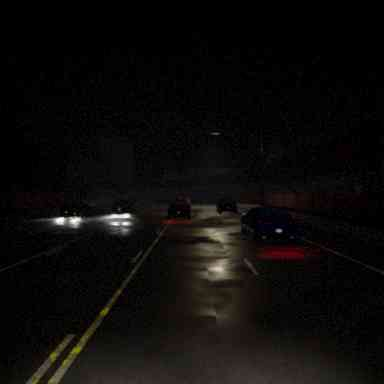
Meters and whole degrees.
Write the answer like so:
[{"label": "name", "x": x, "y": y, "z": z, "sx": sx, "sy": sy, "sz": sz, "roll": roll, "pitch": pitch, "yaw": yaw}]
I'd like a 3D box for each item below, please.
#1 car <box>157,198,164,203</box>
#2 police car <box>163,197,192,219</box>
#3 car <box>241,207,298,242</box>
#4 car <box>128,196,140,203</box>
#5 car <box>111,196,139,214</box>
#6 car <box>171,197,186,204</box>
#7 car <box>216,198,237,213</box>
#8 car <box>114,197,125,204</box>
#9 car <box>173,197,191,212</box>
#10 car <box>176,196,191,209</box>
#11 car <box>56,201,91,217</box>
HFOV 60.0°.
[{"label": "car", "x": -6.837, "y": 2.057, "z": 78.315, "sx": 1.895, "sy": 1.301, "sz": 4.718, "roll": 0, "pitch": -2, "yaw": -21}, {"label": "police car", "x": -1.046, "y": 1.374, "z": 28.295, "sx": 1.930, "sy": 1.638, "sz": 5.238, "roll": 0, "pitch": 0, "yaw": 0}, {"label": "car", "x": 3.603, "y": 1.448, "z": 16.227, "sx": 1.882, "sy": 1.535, "sz": 5.008, "roll": 0, "pitch": 0, "yaw": 0}, {"label": "car", "x": -13.113, "y": 1.645, "z": 74.987, "sx": 1.837, "sy": 1.490, "sz": 4.892, "roll": 0, "pitch": -2, "yaw": -18}, {"label": "car", "x": -7.126, "y": 1.428, "z": 35.006, "sx": 2.128, "sy": 1.511, "sz": 4.902, "roll": 0, "pitch": 0, "yaw": 0}, {"label": "car", "x": -2.555, "y": 1.649, "z": 64.048, "sx": 1.994, "sy": 1.385, "sz": 4.181, "roll": 0, "pitch": -1, "yaw": -15}, {"label": "car", "x": 3.602, "y": 1.414, "z": 35.243, "sx": 1.882, "sy": 1.535, "sz": 5.008, "roll": 0, "pitch": 0, "yaw": 0}, {"label": "car", "x": -15.789, "y": 1.800, "z": 72.036, "sx": 1.812, "sy": 1.442, "sz": 4.674, "roll": 0, "pitch": -2, "yaw": -18}, {"label": "car", "x": -1.045, "y": 1.409, "z": 38.188, "sx": 1.882, "sy": 1.535, "sz": 5.008, "roll": 0, "pitch": 0, "yaw": 0}, {"label": "car", "x": -1.110, "y": 1.399, "z": 44.213, "sx": 1.882, "sy": 1.535, "sz": 5.008, "roll": 0, "pitch": 0, "yaw": -2}, {"label": "car", "x": -10.603, "y": 1.509, "z": 30.052, "sx": 1.994, "sy": 1.385, "sz": 4.181, "roll": 0, "pitch": 0, "yaw": 0}]
